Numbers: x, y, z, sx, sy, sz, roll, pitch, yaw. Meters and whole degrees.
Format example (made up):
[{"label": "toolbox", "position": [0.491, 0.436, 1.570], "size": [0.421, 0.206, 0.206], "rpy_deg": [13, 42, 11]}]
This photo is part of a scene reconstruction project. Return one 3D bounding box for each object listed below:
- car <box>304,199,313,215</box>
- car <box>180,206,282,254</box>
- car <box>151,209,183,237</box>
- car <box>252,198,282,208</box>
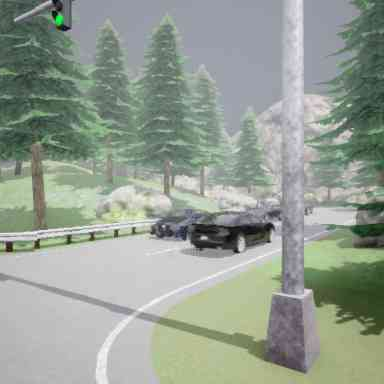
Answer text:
[{"label": "car", "position": [11.138, 1.520, 33.880], "size": [1.837, 1.490, 4.892], "rpy_deg": [0, 0, 28]}, {"label": "car", "position": [1.847, 1.542, 13.849], "size": [1.882, 1.535, 5.008], "rpy_deg": [0, -1, 35]}, {"label": "car", "position": [-0.197, 1.579, 17.207], "size": [1.994, 1.385, 4.181], "rpy_deg": [0, 0, 35]}, {"label": "car", "position": [5.500, 1.507, 25.359], "size": [2.128, 1.511, 4.902], "rpy_deg": [0, 0, 35]}]
